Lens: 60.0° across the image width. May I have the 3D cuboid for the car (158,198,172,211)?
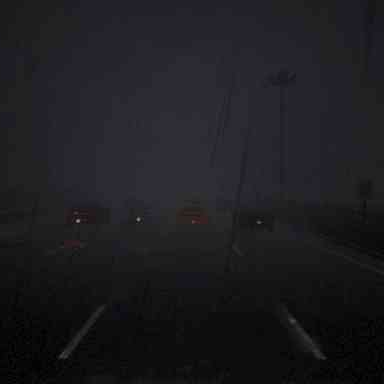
[{"bbox_3d":[-3.424,1.492,40.223,1.812,1.442,4.674,0,0,0],"label":"car"}]

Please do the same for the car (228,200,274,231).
[{"bbox_3d":[3.595,1.461,20.312,1.882,1.535,5.008,0,0,0],"label":"car"}]

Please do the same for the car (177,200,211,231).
[{"bbox_3d":[0.094,1.461,20.269,1.882,1.535,5.008,0,0,0],"label":"car"}]

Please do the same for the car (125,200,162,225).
[{"bbox_3d":[-3.406,1.506,23.529,1.812,1.442,4.674,0,0,0],"label":"car"}]

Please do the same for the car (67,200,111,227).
[{"bbox_3d":[-6.907,1.486,22.618,1.837,1.490,4.892,0,0,0],"label":"car"}]

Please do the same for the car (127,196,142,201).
[{"bbox_3d":[-6.911,1.444,40.722,1.882,1.535,5.008,0,0,0],"label":"car"}]

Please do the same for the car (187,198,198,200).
[{"bbox_3d":[0.089,1.472,39.175,1.837,1.490,4.892,0,0,0],"label":"car"}]

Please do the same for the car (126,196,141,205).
[{"bbox_3d":[-10.473,1.476,59.446,1.812,1.442,4.674,0,0,1],"label":"car"}]

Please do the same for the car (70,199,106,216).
[{"bbox_3d":[-10.409,1.519,33.740,2.033,1.411,5.357,0,0,0],"label":"car"}]

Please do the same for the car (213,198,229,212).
[{"bbox_3d":[3.589,1.459,39.095,2.128,1.511,4.902,0,0,0],"label":"car"}]
